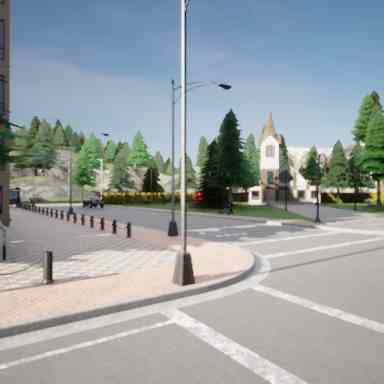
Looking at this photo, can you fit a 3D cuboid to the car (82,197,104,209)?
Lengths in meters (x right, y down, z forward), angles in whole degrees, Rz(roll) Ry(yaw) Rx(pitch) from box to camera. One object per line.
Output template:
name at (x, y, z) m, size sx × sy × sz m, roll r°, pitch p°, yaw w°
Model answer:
car at (-13.694, 1.485, 45.910) m, size 1.837 × 1.490 × 4.892 m, roll 0°, pitch 0°, yaw -34°

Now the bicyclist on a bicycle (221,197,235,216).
bicyclist on a bicycle at (3.115, 1.280, 28.557) m, size 1.656 × 1.620 × 0.582 m, roll 0°, pitch 0°, yaw -35°
